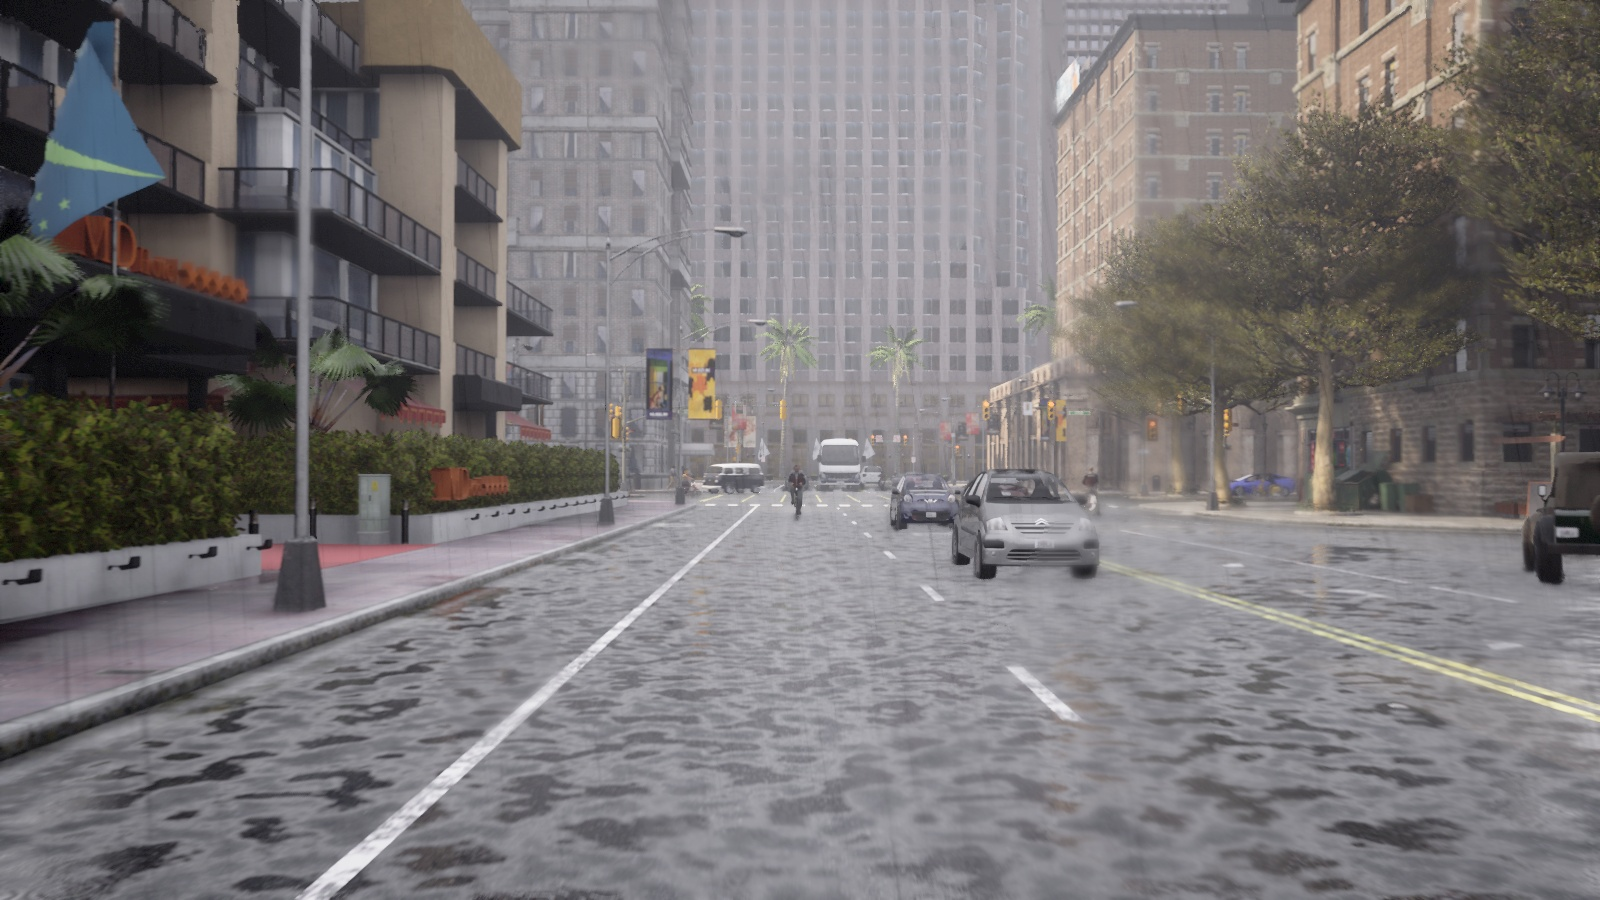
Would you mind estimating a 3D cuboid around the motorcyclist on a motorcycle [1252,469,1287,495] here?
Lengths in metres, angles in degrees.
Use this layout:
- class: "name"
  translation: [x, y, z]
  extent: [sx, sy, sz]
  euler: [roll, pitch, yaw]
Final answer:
- class: "motorcyclist on a motorcycle"
  translation: [28.889, 1.945, 77.319]
  extent: [1.817, 1.590, 0.866]
  euler: [0, -1, 1]

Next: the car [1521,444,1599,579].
- class: "car"
  translation: [12.168, 0.881, 19.087]
  extent: [1.905, 1.878, 3.866]
  euler: [-1, -1, 28]

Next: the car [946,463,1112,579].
- class: "car"
  translation: [3.451, 1.028, 19.650]
  extent: [1.851, 1.617, 3.988]
  euler: [0, -1, 0]

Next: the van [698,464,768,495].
- class: "van"
  translation: [-4.470, 1.960, 84.012]
  extent: [2.069, 2.038, 4.480]
  euler: [0, -1, 43]

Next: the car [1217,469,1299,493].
- class: "car"
  translation: [29.439, 1.995, 80.835]
  extent: [4.514, 1.525, 2.007]
  euler: [0, -1, 1]

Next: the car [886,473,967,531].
- class: "car"
  translation: [3.415, 1.391, 34.432]
  extent: [1.845, 1.501, 3.633]
  euler: [0, -1, 0]
